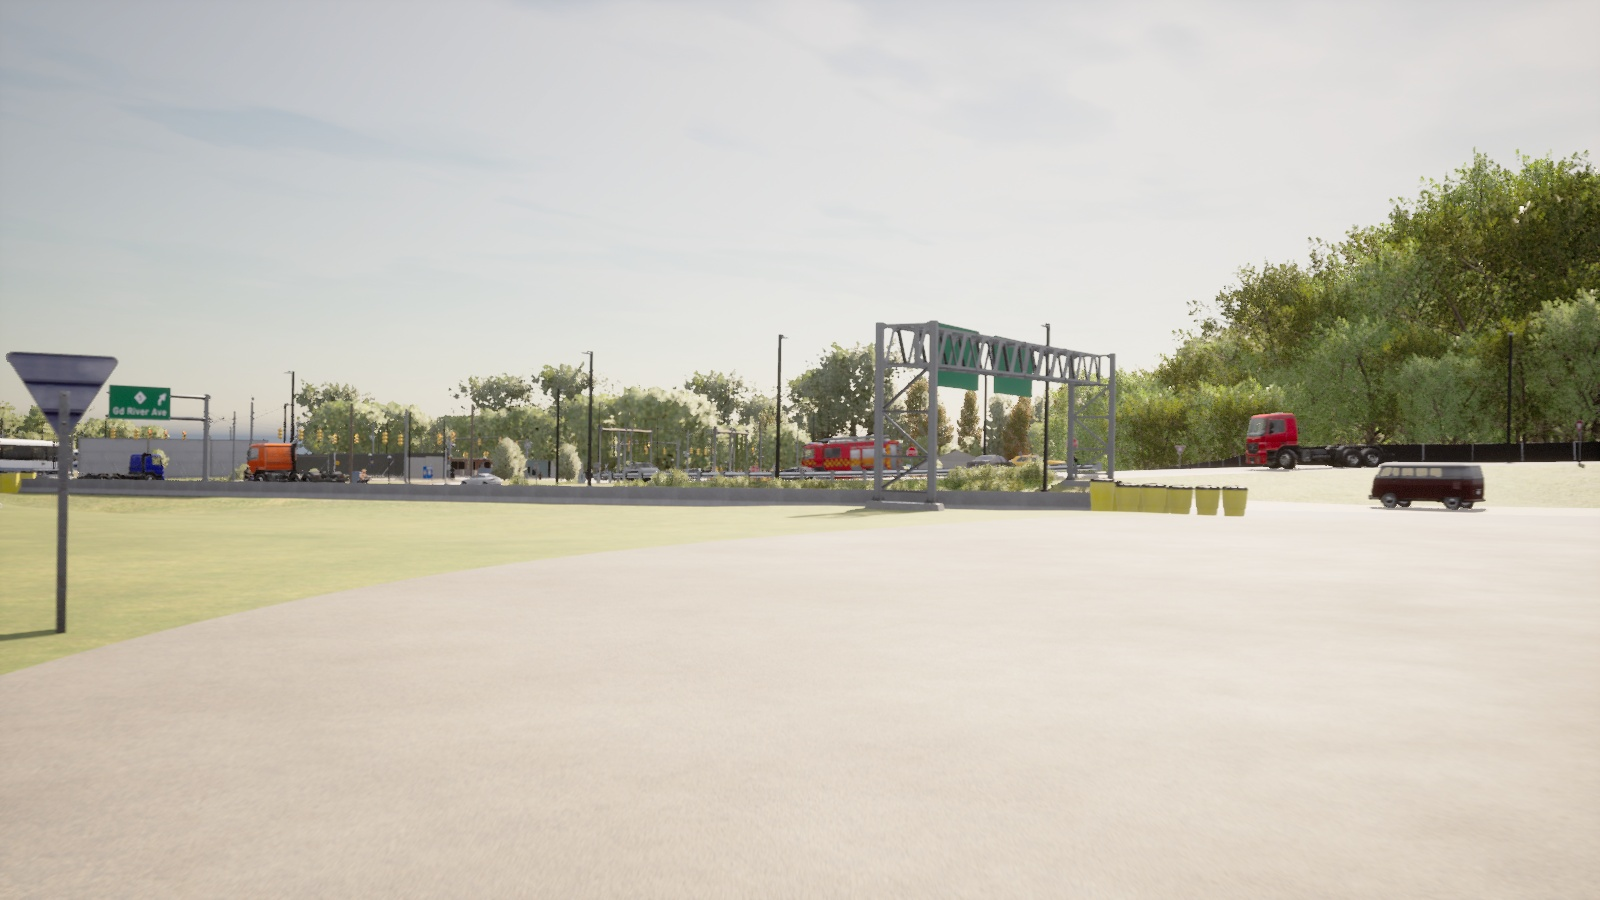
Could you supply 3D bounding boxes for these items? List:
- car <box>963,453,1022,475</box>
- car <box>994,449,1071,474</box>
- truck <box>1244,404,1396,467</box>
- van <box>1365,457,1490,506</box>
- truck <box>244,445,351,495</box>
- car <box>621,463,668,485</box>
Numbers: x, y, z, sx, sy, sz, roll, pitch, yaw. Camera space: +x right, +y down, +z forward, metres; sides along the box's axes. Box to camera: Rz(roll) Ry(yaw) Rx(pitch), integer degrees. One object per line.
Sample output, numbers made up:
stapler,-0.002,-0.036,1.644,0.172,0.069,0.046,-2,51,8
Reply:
car,13.113,0.945,85.426,2.033,1.411,5.357,-3,-2,31
car,17.511,0.897,94.569,5.366,1.575,1.801,-3,-2,24
truck,31.417,-0.857,76.099,7.936,3.462,2.891,-2,0,2
van,26.727,1.302,53.590,1.775,1.987,4.442,0,0,-43
truck,-36.518,1.438,91.159,7.936,3.462,2.891,-1,0,30
car,-10.745,1.665,86.753,1.816,1.474,4.193,0,-2,-29
